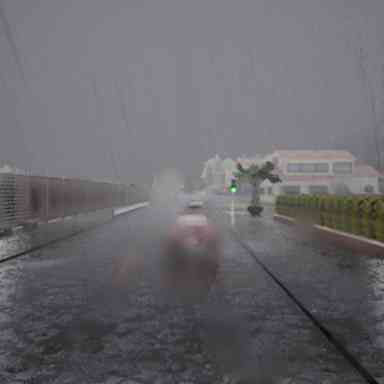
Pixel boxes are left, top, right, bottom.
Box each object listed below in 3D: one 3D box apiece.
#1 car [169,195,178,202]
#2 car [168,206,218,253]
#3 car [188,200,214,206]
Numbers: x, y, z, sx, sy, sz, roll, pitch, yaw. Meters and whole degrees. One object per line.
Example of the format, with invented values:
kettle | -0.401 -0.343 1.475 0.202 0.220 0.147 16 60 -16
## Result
car | -3.991 1.377 71.565 2.128 1.511 4.902 0 0 0
car | 0.051 1.497 13.459 1.812 1.442 4.674 0 0 1
car | 0.623 1.448 27.800 1.837 1.490 4.892 0 0 9
